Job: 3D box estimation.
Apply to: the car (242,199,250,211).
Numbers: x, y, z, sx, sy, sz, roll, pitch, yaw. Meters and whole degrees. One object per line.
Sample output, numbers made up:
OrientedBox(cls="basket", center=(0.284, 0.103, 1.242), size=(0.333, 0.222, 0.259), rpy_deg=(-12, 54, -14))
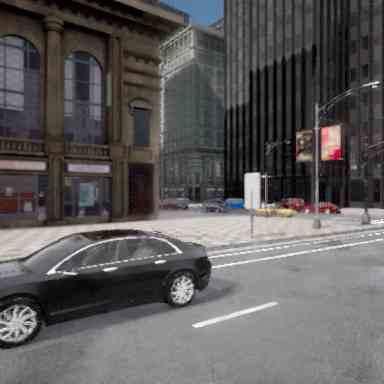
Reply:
OrientedBox(cls="car", center=(9.795, 2.134, 48.517), size=(1.802, 1.307, 4.206), rpy_deg=(-1, 0, -35))

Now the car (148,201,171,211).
OrientedBox(cls="car", center=(-5.429, 2.291, 55.204), size=(1.887, 1.381, 4.507), rpy_deg=(-1, 0, -35))

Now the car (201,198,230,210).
OrientedBox(cls="car", center=(3.908, 2.003, 56.820), size=(2.192, 1.841, 5.009), rpy_deg=(-1, 0, -35))

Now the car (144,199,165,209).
OrientedBox(cls="car", center=(-7.051, 2.249, 62.277), size=(2.097, 1.767, 4.553), rpy_deg=(0, -1, -35))

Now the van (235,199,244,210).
OrientedBox(cls="van", center=(6.849, 1.962, 52.669), size=(1.690, 1.788, 3.998), rpy_deg=(-1, 0, -35))

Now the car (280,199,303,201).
OrientedBox(cls="car", center=(12.730, 1.799, 44.367), size=(2.192, 1.841, 5.009), rpy_deg=(-1, 0, -35))

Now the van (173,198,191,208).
OrientedBox(cls="van", center=(-1.973, 2.164, 65.122), size=(1.690, 1.788, 3.998), rpy_deg=(-1, 0, -35))

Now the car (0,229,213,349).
OrientedBox(cls="car", center=(-1.838, 1.513, 6.362), size=(4.892, 1.490, 1.837), rpy_deg=(1, 0, -35))

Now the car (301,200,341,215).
OrientedBox(cls="car", center=(15.676, 1.960, 40.215), size=(1.887, 1.381, 4.507), rpy_deg=(-1, 0, -35))

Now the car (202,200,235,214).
OrientedBox(cls="car", center=(3.059, 2.101, 43.254), size=(2.008, 1.369, 4.403), rpy_deg=(-1, 0, -35))

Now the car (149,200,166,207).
OrientedBox(cls="car", center=(-7.594, 2.532, 72.977), size=(1.802, 1.307, 4.206), rpy_deg=(-1, 0, -35))

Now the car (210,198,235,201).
OrientedBox(cls="car", center=(3.431, 1.943, 47.372), size=(2.097, 1.767, 4.553), rpy_deg=(0, -1, -35))

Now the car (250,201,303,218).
OrientedBox(cls="car", center=(8.815, 1.942, 35.148), size=(1.752, 1.417, 4.829), rpy_deg=(-1, 0, -35))

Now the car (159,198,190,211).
OrientedBox(cls="car", center=(-2.604, 1.996, 51.221), size=(2.192, 1.841, 5.009), rpy_deg=(-1, 0, -35))
